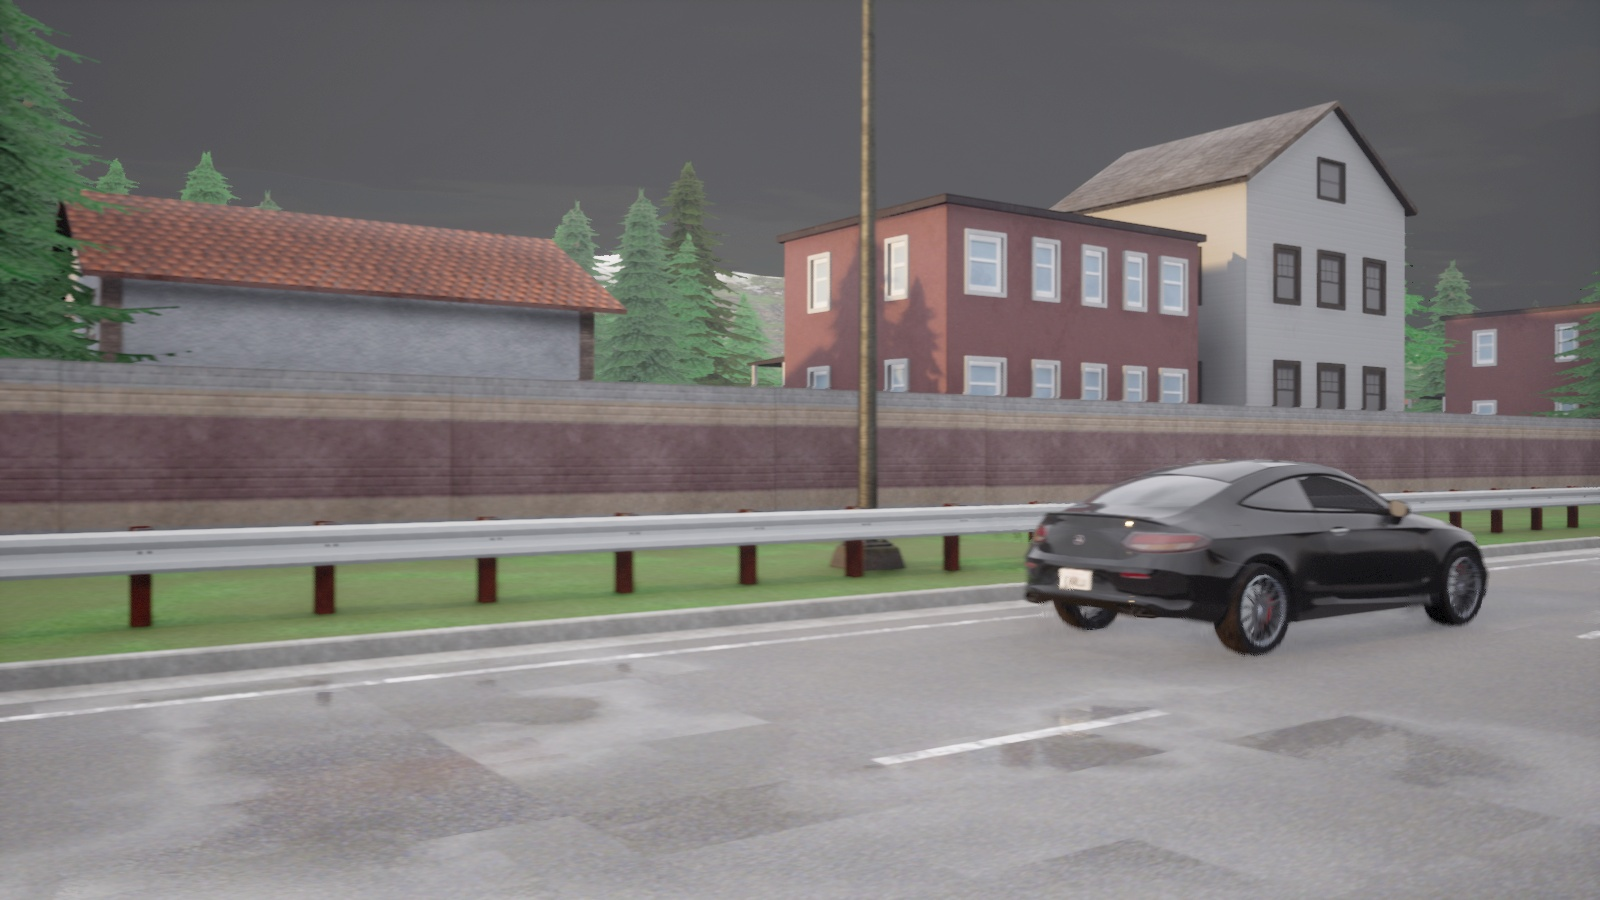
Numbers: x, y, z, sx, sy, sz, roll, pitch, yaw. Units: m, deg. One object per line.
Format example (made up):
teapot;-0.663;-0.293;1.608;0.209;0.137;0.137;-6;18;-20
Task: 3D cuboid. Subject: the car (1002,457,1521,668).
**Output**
car;4.075;0.788;10.759;4.674;1.442;1.812;0;0;-35
